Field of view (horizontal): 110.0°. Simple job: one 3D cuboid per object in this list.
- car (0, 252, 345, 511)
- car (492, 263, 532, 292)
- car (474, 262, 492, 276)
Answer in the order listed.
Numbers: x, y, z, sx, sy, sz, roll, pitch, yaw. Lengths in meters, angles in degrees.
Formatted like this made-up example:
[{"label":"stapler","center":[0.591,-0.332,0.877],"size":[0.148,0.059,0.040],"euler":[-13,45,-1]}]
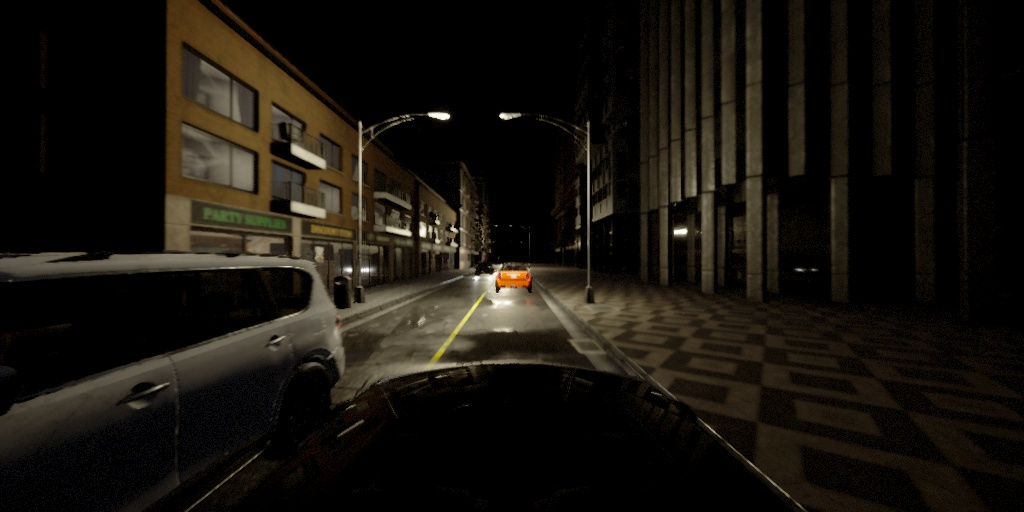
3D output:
[{"label":"car","center":[-3.100,0.977,2.113],"size":[2.150,2.045,5.566],"euler":[0,-1,0]},{"label":"car","center":[0.098,1.187,22.028],"size":[2.097,1.767,4.553],"euler":[0,0,0]},{"label":"car","center":[-3.071,1.454,40.051],"size":[1.837,1.490,4.892],"euler":[0,-1,0]}]
